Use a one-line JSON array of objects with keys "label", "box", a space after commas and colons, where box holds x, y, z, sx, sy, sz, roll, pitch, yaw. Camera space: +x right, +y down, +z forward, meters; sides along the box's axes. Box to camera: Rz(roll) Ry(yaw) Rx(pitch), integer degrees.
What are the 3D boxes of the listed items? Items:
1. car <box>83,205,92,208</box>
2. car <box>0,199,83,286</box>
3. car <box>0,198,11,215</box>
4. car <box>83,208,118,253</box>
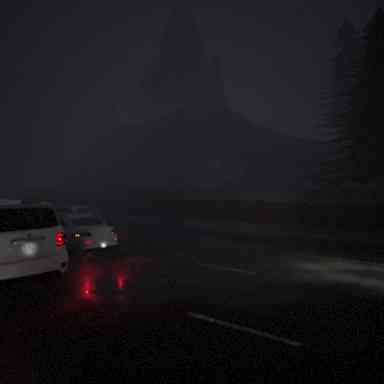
[{"label": "car", "box": [-6.661, 1.458, 18.870, 4.674, 1.442, 1.812, 0, 0, 43]}, {"label": "car", "box": [-5.301, 1.180, 8.305, 5.566, 2.045, 2.150, 0, 0, 39]}, {"label": "car", "box": [-19.015, 1.369, 32.186, 1.812, 1.442, 4.674, 0, 0, -39]}, {"label": "car", "box": [-4.644, 1.480, 12.363, 4.674, 1.442, 1.812, 0, 0, 41]}]
